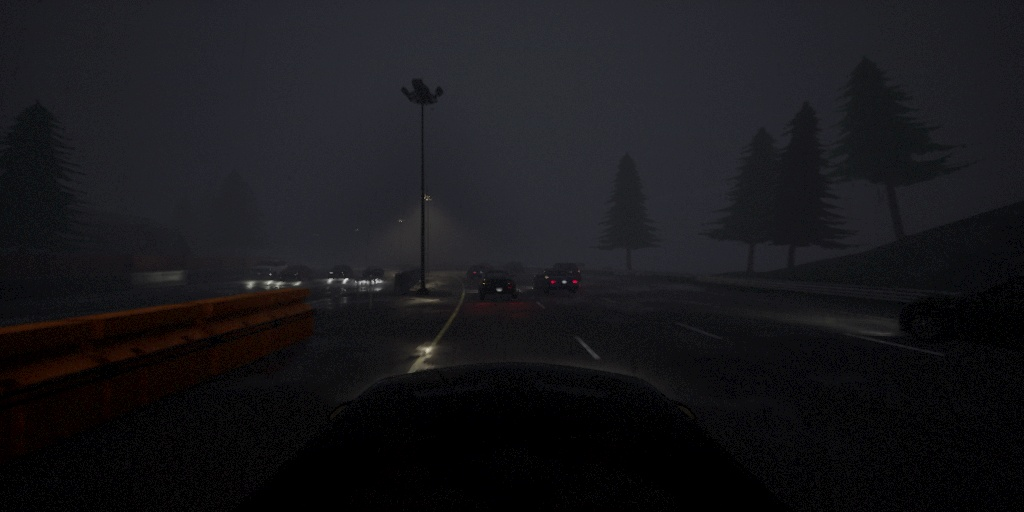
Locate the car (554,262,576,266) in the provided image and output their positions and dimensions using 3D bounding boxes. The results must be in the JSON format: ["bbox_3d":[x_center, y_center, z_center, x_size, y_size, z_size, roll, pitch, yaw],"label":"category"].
[{"bbox_3d":[4.485,1.357,31.895,2.097,1.767,4.553,0,-1,-9],"label":"car"}]

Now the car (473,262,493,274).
[{"bbox_3d":[-4.312,1.730,53.305,1.882,1.535,5.008,0,-1,-17],"label":"car"}]

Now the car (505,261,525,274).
[{"bbox_3d":[0.208,1.553,50.510,2.097,1.767,4.553,0,-1,-17],"label":"car"}]

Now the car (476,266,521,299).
[{"bbox_3d":[-0.839,1.443,19.252,1.812,1.442,4.674,0,0,-6],"label":"car"}]

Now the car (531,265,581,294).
[{"bbox_3d":[2.500,1.471,21.795,2.033,1.411,5.357,0,-1,-7],"label":"car"}]

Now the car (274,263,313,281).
[{"bbox_3d":[-21.571,1.662,35.942,1.882,1.535,5.008,0,0,-13],"label":"car"}]

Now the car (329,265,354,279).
[{"bbox_3d":[-18.954,1.715,39.967,1.837,1.490,4.892,0,-1,-14],"label":"car"}]

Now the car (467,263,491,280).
[{"bbox_3d":[-3.508,1.641,36.705,2.033,1.411,5.357,0,-1,-13],"label":"car"}]

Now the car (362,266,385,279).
[{"bbox_3d":[-15.233,1.785,39.570,1.895,1.301,4.718,0,-1,-14],"label":"car"}]

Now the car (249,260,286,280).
[{"bbox_3d":[-25.715,1.453,38.197,2.150,2.045,5.566,0,-1,-14],"label":"car"}]

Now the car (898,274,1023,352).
[{"bbox_3d":[10.456,1.092,6.786,2.097,1.767,4.553,0,-1,-1],"label":"car"}]
